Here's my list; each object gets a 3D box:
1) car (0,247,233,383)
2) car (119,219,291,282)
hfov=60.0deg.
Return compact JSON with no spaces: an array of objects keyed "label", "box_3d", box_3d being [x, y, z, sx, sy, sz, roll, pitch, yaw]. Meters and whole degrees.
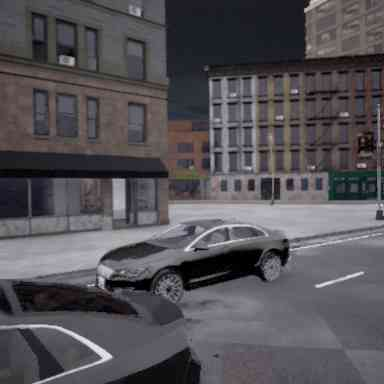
[{"label":"car","box_3d":[-2.198,1.514,2.120,4.892,1.490,1.837,-1,1,-35]},{"label":"car","box_3d":[0.248,1.427,7.846,4.902,1.511,2.128,-1,1,-35]}]
